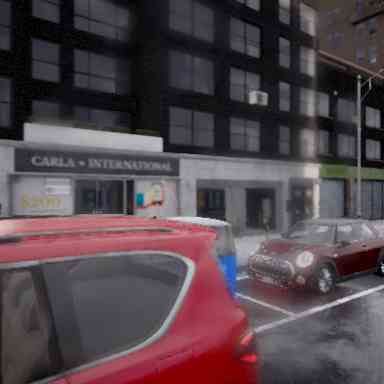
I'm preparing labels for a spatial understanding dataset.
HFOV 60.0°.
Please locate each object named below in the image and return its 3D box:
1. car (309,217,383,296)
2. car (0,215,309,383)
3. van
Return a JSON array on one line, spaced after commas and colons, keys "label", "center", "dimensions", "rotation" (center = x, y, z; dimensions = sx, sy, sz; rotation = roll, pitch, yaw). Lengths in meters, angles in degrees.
[{"label": "car", "center": [3.317, 1.436, 8.569], "dimensions": [4.097, 1.590, 1.967], "rotation": [0, 0, -36]}, {"label": "car", "center": [-2.090, 1.222, 1.573], "dimensions": [5.566, 2.045, 2.150], "rotation": [0, 0, -36]}, {"label": "van", "center": [-1.084, 1.340, 5.417], "dimensions": [3.998, 1.788, 1.690], "rotation": [0, 0, -36]}]
